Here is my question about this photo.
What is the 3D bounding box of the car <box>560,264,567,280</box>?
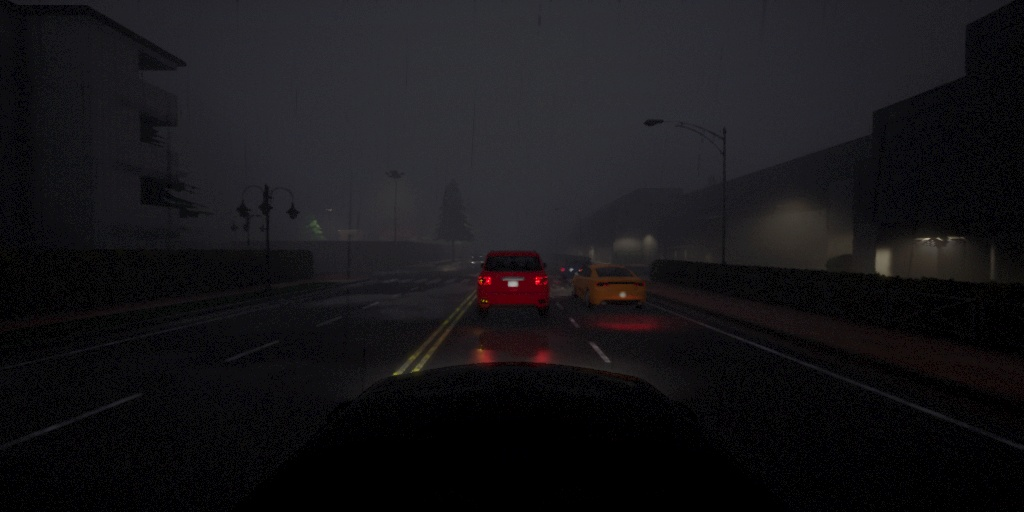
[{"bbox_3d":[5.065,0.955,26.310,2.033,1.411,5.357,0,1,25],"label":"car"}]

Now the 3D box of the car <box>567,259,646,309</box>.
[{"bbox_3d":[3.566,1.057,13.950,1.882,1.535,5.008,0,1,0],"label":"car"}]

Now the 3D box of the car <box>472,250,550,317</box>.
[{"bbox_3d":[0.056,0.821,12.462,2.150,2.045,5.566,0,1,1],"label":"car"}]
